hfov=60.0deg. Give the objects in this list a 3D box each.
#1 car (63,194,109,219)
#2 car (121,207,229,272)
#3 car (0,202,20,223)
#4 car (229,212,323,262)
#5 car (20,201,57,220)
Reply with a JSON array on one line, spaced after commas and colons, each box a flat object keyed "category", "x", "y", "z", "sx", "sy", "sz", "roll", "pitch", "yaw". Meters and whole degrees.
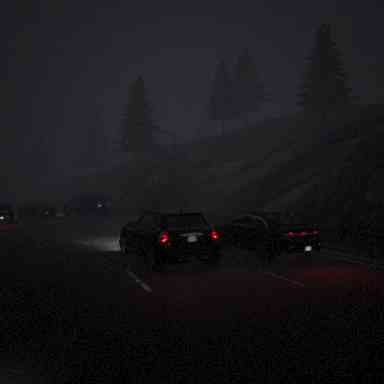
[{"category": "car", "x": -9.439, "y": 1.221, "z": 29.378, "sx": 2.150, "sy": 2.045, "sz": 5.566, "roll": 0, "pitch": 0, "yaw": -43}, {"category": "car", "x": -0.933, "y": 1.351, "z": 11.241, "sx": 2.097, "sy": 1.767, "sz": 4.553, "roll": 0, "pitch": 0, "yaw": -26}, {"category": "car", "x": -14.571, "y": 1.504, "z": 24.487, "sx": 1.837, "sy": 1.490, "sz": 4.892, "roll": 0, "pitch": 0, "yaw": -43}, {"category": "car", "x": 2.475, "y": 1.491, "z": 12.255, "sx": 2.128, "sy": 1.511, "sz": 4.902, "roll": 0, "pitch": 0, "yaw": -25}, {"category": "car", "x": -13.183, "y": 1.476, "z": 28.088, "sx": 1.882, "sy": 1.535, "sz": 5.008, "roll": 0, "pitch": 0, "yaw": -44}]
